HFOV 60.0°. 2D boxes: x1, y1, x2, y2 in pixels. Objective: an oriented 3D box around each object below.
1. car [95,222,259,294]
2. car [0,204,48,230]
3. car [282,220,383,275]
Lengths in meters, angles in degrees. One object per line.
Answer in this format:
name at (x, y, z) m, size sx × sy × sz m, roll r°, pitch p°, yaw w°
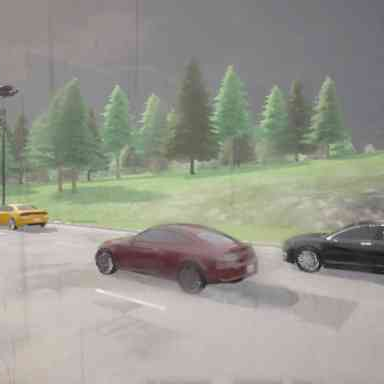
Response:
car at (-0.551, 1.532, 8.764) m, size 4.674 × 1.442 × 1.812 m, roll 0°, pitch 0°, yaw 36°
car at (-11.090, 1.475, 21.039) m, size 5.008 × 1.535 × 1.882 m, roll 0°, pitch 0°, yaw 37°
car at (4.951, 1.521, 9.095) m, size 4.892 × 1.490 × 1.837 m, roll 0°, pitch 0°, yaw 36°
